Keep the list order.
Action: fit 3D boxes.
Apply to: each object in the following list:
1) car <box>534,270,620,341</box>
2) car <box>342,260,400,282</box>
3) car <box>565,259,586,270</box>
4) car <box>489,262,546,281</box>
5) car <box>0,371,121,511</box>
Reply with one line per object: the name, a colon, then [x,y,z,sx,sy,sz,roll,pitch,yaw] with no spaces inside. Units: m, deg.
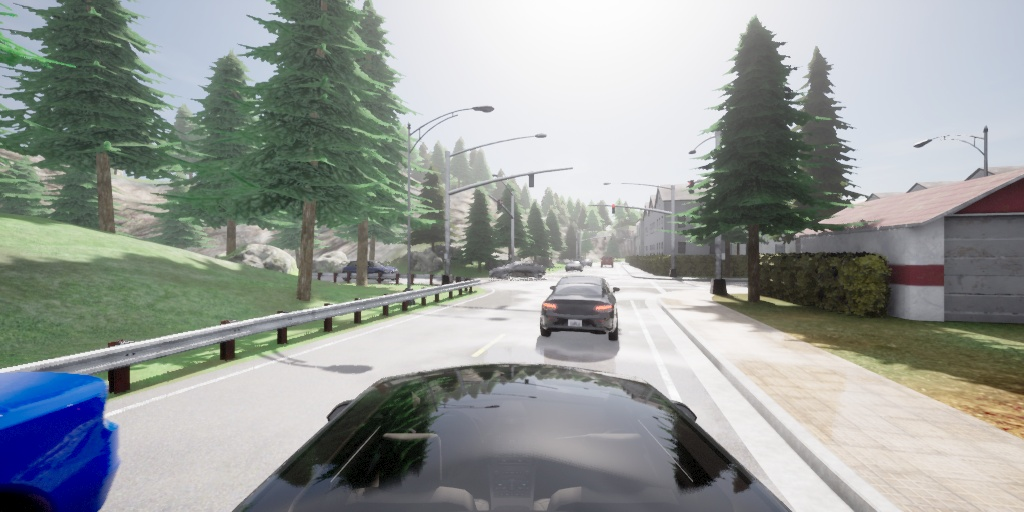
car: [1.960,1.276,9.924,1.812,1.442,4.674,0,0,15]
car: [-11.349,1.117,29.000,4.553,1.767,2.097,0,0,15]
car: [7.771,1.314,44.657,1.994,1.385,4.181,0,0,16]
car: [0.536,1.245,30.102,4.902,1.511,2.128,0,1,-23]
car: [-3.734,1.228,0.325,1.882,1.535,5.008,-1,0,3]
